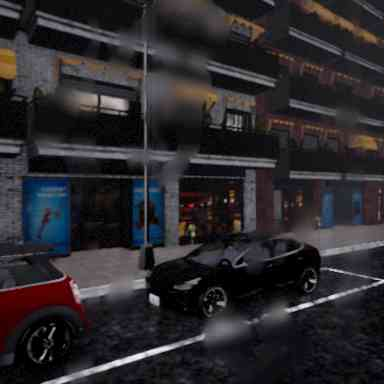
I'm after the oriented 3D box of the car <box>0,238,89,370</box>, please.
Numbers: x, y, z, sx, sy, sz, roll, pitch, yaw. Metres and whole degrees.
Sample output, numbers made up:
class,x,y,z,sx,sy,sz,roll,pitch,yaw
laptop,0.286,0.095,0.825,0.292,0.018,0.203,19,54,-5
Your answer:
class,x,y,z,sx,sy,sz,roll,pitch,yaw
car,-3.523,1.435,4.061,4.097,1.590,1.967,1,-1,-35

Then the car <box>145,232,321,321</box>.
class,x,y,z,sx,sy,sz,roll,pitch,yaw
car,1.087,1.613,7.348,4.313,1.339,1.947,1,-1,-35
